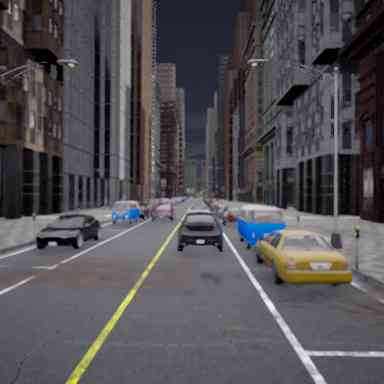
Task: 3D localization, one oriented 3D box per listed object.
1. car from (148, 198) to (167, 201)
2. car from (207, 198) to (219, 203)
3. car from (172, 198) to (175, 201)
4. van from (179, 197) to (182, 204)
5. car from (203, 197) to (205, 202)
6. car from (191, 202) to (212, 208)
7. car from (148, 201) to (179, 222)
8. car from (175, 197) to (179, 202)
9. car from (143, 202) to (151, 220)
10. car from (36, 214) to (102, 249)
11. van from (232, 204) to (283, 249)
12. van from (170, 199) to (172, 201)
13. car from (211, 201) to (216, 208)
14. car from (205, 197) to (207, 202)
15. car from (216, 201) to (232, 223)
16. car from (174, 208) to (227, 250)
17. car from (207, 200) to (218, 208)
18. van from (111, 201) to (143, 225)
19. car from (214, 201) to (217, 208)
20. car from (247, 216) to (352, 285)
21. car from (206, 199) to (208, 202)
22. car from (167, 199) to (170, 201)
[{"bbox_3d":[-4.957,1.786,43.549,2.192,1.841,5.009,0,-1,1],"label":"car"},{"bbox_3d":[3.674,2.013,49.030,1.967,1.590,4.097,0,-1,1],"label":"car"},{"bbox_3d":[-4.635,2.105,60.454,1.967,1.590,4.097,0,-1,1],"label":"car"},{"bbox_3d":[-4.206,2.265,82.996,1.690,1.788,3.998,0,-1,1],"label":"van"},{"bbox_3d":[4.317,2.402,82.839,1.967,1.590,4.097,0,-1,1],"label":"car"},{"bbox_3d":[0.703,1.975,32.757,1.895,1.301,4.718,0,-1,1],"label":"car"},{"bbox_3d":[-2.509,1.858,30.327,1.812,1.442,4.674,0,-1,1],"label":"car"},{"bbox_3d":[-4.421,2.235,71.725,1.967,1.590,4.097,0,-1,1],"label":"car"},{"bbox_3d":[-5.172,1.908,32.276,1.947,1.339,4.313,0,-1,1],"label":"car"},{"bbox_3d":[-5.493,1.715,15.369,1.947,1.339,4.313,0,-1,1],"label":"car"},{"bbox_3d":[3.031,1.527,15.222,1.690,1.788,3.998,0,-1,1],"label":"van"},{"bbox_3d":[-4.742,1.941,54.820,1.690,1.788,3.998,0,-1,1],"label":"van"},{"bbox_3d":[3.459,1.995,37.759,2.008,1.369,4.403,0,-1,1],"label":"car"},{"bbox_3d":[3.888,2.017,60.302,2.192,1.841,5.009,0,-1,1],"label":"car"},{"bbox_3d":[3.245,1.755,26.491,1.967,1.590,4.097,0,-1,1],"label":"car"},{"bbox_3d":[0.368,1.678,15.120,1.837,1.490,4.892,0,-1,1],"label":"car"},{"bbox_3d":[3.995,2.312,65.934,1.887,1.381,4.507,0,-1,1],"label":"car"},{"bbox_3d":[-5.279,1.619,26.643,1.690,1.788,3.998,0,-1,1],"label":"van"},{"bbox_3d":[3.355,1.907,32.295,1.752,1.417,4.829,0,-1,1],"label":"car"},{"bbox_3d":[2.926,1.649,9.755,1.752,1.417,4.829,0,-1,1],"label":"car"},{"bbox_3d":[3.781,2.204,54.664,1.947,1.339,4.313,0,-1,1],"label":"car"},{"bbox_3d":[-4.850,2.080,49.182,1.887,1.381,4.507,0,-1,1],"label":"car"}]
